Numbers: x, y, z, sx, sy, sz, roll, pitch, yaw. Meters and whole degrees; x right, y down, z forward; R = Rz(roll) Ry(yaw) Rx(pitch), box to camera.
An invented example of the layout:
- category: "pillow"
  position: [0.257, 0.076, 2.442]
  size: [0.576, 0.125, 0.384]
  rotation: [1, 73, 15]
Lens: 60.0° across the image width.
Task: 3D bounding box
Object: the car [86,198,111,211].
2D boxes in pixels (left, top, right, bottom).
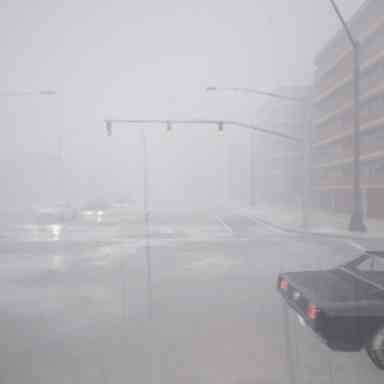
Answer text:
- category: "car"
  position: [-10.289, 1.325, 36.818]
  size: [1.994, 1.385, 4.181]
  rotation: [0, 1, -1]

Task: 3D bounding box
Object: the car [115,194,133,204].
- category: "car"
  position: [-10.385, 1.079, 51.016]
  size: [2.033, 1.411, 5.357]
  rotation: [0, 1, 0]

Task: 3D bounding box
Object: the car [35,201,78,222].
- category: "car"
  position: [-10.188, 1.437, 25.407]
  size: [1.812, 1.442, 4.674]
  rotation: [0, 1, -1]

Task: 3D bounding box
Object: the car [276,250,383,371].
- category: "car"
  position: [3.839, 1.603, 5.011]
  size: [4.718, 1.301, 1.895]
  rotation: [0, 0, -2]
